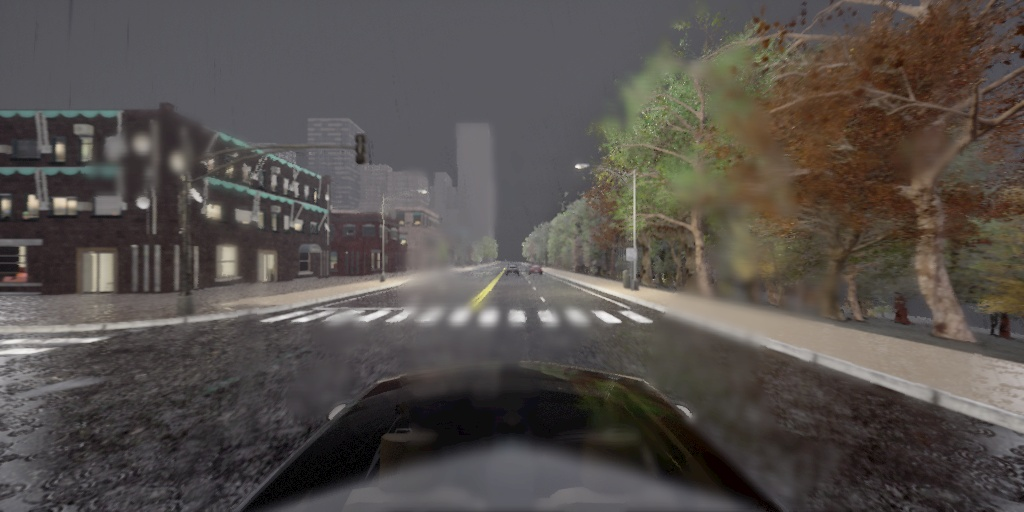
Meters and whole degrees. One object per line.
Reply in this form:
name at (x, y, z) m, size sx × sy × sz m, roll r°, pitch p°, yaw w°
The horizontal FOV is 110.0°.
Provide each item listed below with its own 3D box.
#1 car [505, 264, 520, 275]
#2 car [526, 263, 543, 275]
car at (0.078, 1.883, 50.577) m, size 1.837 × 1.490 × 4.892 m, roll 0°, pitch -1°, yaw 0°
car at (3.331, 1.908, 50.884) m, size 1.812 × 1.442 × 4.674 m, roll 0°, pitch -1°, yaw 0°
